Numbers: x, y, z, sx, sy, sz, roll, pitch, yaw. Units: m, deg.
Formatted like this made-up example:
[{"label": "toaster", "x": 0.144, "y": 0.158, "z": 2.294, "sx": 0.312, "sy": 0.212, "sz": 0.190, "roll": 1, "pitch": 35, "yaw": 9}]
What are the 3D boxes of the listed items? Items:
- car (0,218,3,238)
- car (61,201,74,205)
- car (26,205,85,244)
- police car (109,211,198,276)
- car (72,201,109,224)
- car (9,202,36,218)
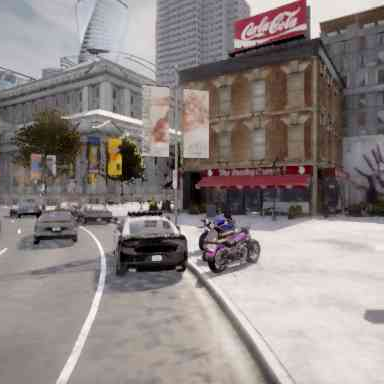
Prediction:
[{"label": "car", "x": -9.710, "y": 1.358, "z": 14.515, "sx": 2.097, "sy": 1.767, "sz": 4.553, "roll": 0, "pitch": 0, "yaw": -22}, {"label": "car", "x": -10.641, "y": 1.511, "z": 29.304, "sx": 2.002, "sy": 1.452, "sz": 4.674, "roll": 0, "pitch": 0, "yaw": -38}, {"label": "car", "x": -6.487, "y": 1.559, "z": 15.880, "sx": 2.033, "sy": 1.411, "sz": 5.357, "roll": 0, "pitch": 0, "yaw": -22}, {"label": "police car", "x": -1.526, "y": 1.423, "z": 10.675, "sx": 1.930, "sy": 1.638, "sz": 5.238, "roll": 0, "pitch": 0, "yaw": -15}, {"label": "car", "x": -7.348, "y": 1.589, "z": 24.614, "sx": 1.895, "sy": 1.301, "sz": 4.718, "roll": 0, "pitch": 0, "yaw": -28}, {"label": "car", "x": -15.085, "y": 1.560, "z": 30.024, "sx": 1.994, "sy": 1.385, "sz": 4.181, "roll": 0, "pitch": 0, "yaw": -40}]
